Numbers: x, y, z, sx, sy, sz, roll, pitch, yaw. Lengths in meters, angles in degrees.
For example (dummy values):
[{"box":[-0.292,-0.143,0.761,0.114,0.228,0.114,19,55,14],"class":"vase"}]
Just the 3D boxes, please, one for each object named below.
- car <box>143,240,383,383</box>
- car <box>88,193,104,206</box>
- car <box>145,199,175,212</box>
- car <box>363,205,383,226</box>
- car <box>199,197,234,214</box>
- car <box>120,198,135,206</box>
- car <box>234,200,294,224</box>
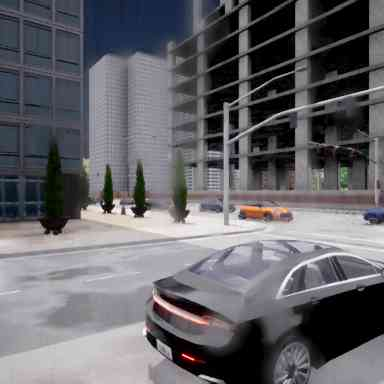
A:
[{"box":[1.662,1.492,5.040,4.902,1.511,2.128,0,0,-36],"class":"car"},{"box":[-17.393,1.274,58.533,2.150,2.045,5.566,0,0,-36],"class":"car"},{"box":[-3.786,1.547,39.660,2.128,1.511,4.902,0,0,-36],"class":"car"},{"box":[13.649,1.551,21.632,1.812,1.442,4.674,0,0,-36],"class":"car"},{"box":[2.790,1.407,36.569,2.097,1.767,4.553,0,0,-36],"class":"car"},{"box":[-10.224,1.619,54.519,1.994,1.385,4.181,0,0,-36],"class":"car"},{"box":[5.676,1.408,25.841,2.097,1.767,4.553,0,0,-30],"class":"car"}]
